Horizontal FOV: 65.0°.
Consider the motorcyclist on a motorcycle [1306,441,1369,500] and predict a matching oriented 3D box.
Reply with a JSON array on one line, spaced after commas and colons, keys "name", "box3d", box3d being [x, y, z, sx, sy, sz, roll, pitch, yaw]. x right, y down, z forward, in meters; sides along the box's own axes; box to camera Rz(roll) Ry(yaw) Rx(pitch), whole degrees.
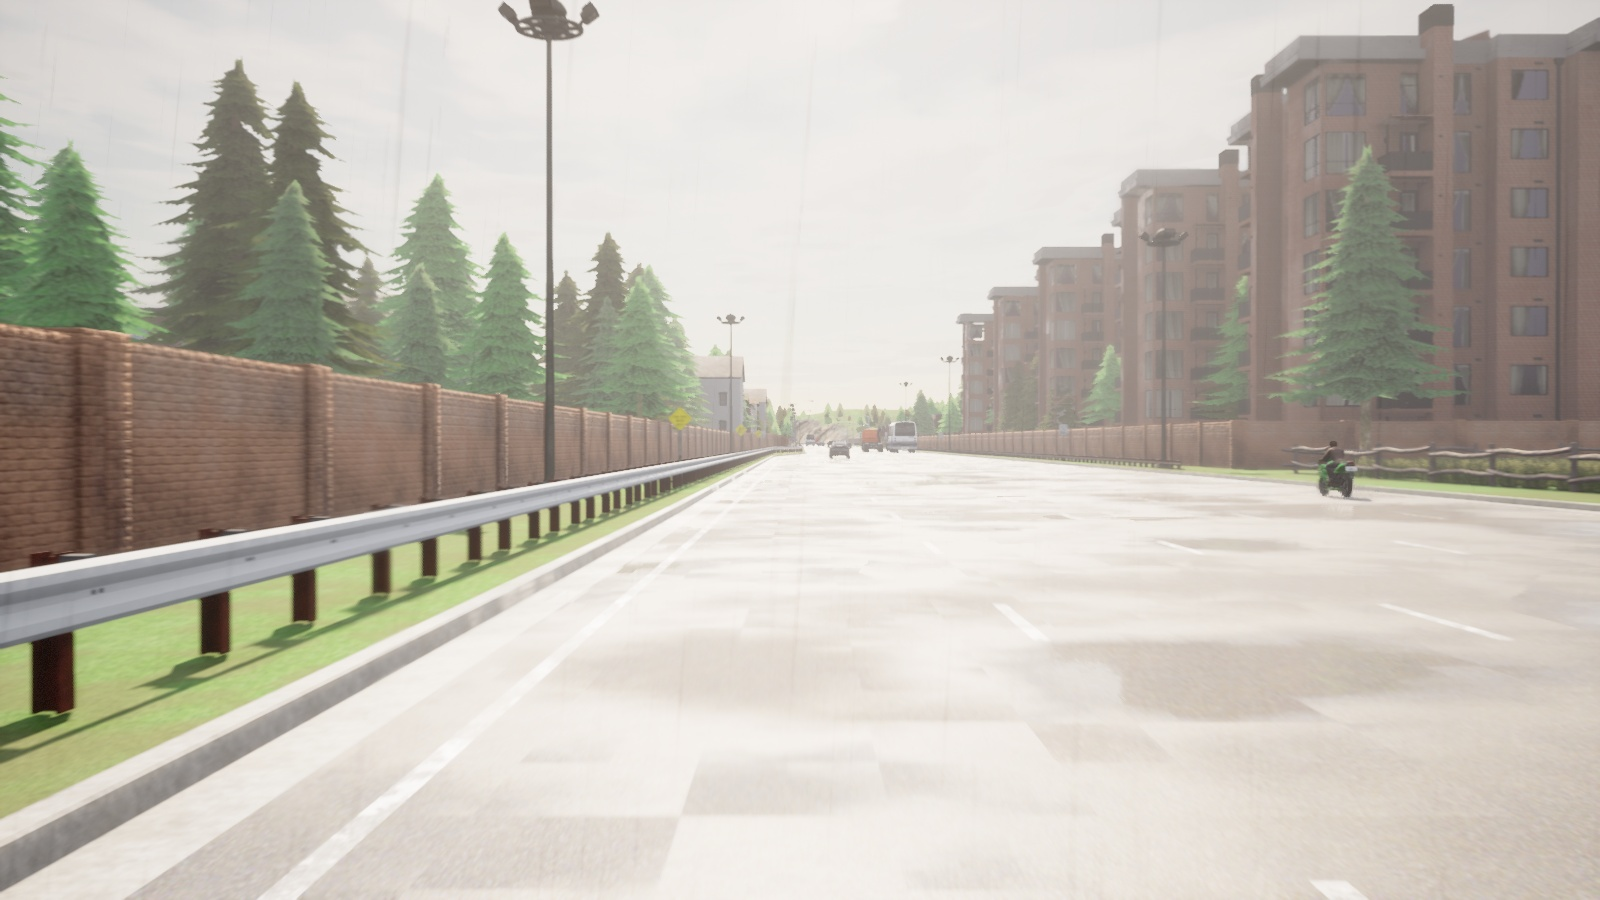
[{"name": "motorcyclist on a motorcycle", "box3d": [14.155, 0.527, 33.136, 0.797, 1.523, 2.044, 0, 0, 0]}]
